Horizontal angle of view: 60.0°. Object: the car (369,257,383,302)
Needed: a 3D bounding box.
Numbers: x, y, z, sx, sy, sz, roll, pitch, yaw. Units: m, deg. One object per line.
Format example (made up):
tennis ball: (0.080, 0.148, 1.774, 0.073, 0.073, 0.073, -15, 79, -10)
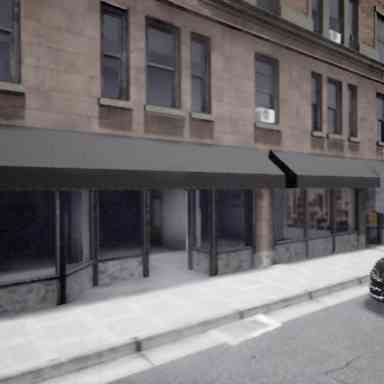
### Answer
car: (5.683, 1.524, 7.111, 4.892, 1.490, 1.837, 0, 0, -35)
